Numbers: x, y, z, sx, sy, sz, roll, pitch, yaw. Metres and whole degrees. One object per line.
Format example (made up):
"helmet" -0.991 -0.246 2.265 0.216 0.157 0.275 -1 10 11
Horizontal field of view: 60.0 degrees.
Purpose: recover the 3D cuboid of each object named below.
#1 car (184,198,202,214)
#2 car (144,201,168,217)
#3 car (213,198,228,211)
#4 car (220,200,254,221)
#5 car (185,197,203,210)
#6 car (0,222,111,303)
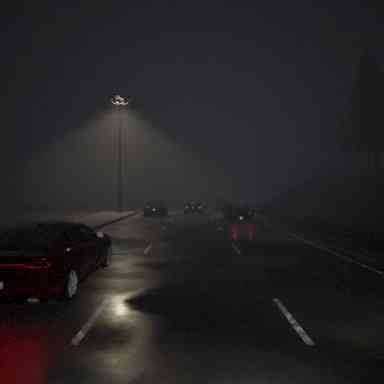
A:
"car" 0.106 1.547 34.668 2.033 1.411 5.357 0 0 0
"car" -3.398 1.564 31.770 1.994 1.385 4.181 0 0 0
"car" 3.715 1.478 41.138 1.882 1.535 5.008 0 0 2
"car" 3.600 1.601 26.579 1.895 1.301 4.718 0 0 0
"car" 0.353 1.492 44.424 2.128 1.511 4.902 0 0 3
"car" -3.401 1.477 8.279 1.882 1.535 5.008 0 0 0
